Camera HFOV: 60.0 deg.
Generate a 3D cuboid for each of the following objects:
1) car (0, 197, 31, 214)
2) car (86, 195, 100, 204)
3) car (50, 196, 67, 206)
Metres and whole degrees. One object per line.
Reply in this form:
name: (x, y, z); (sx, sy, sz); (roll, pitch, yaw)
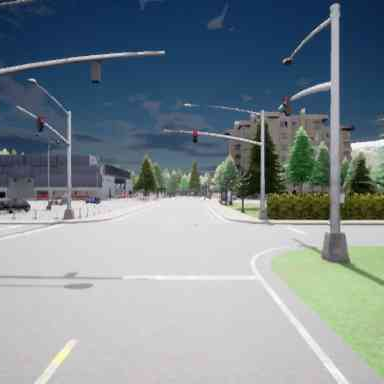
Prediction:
car: (-17.703, 1.306, 32.656); (2.007, 1.523, 4.514); (0, 0, 0)
car: (-17.456, 1.344, 58.689); (1.845, 1.501, 3.633); (0, 0, 0)
car: (-20.509, 1.353, 51.298); (1.970, 1.475, 3.806); (0, 0, 0)
